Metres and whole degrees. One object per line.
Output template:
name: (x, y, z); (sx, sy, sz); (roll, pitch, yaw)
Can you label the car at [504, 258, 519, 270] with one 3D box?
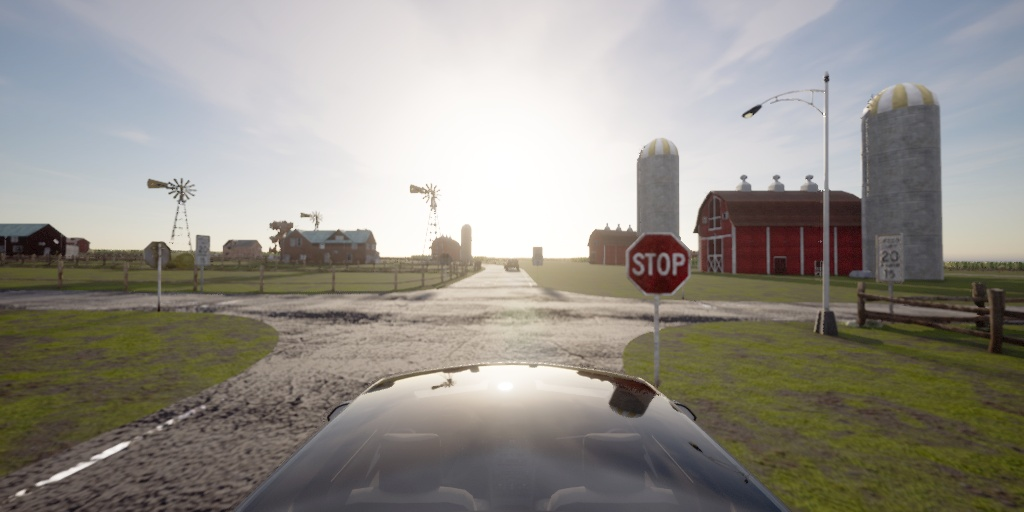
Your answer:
car: (0.061, 1.374, 60.806); (2.150, 2.045, 5.566); (0, 0, -2)
